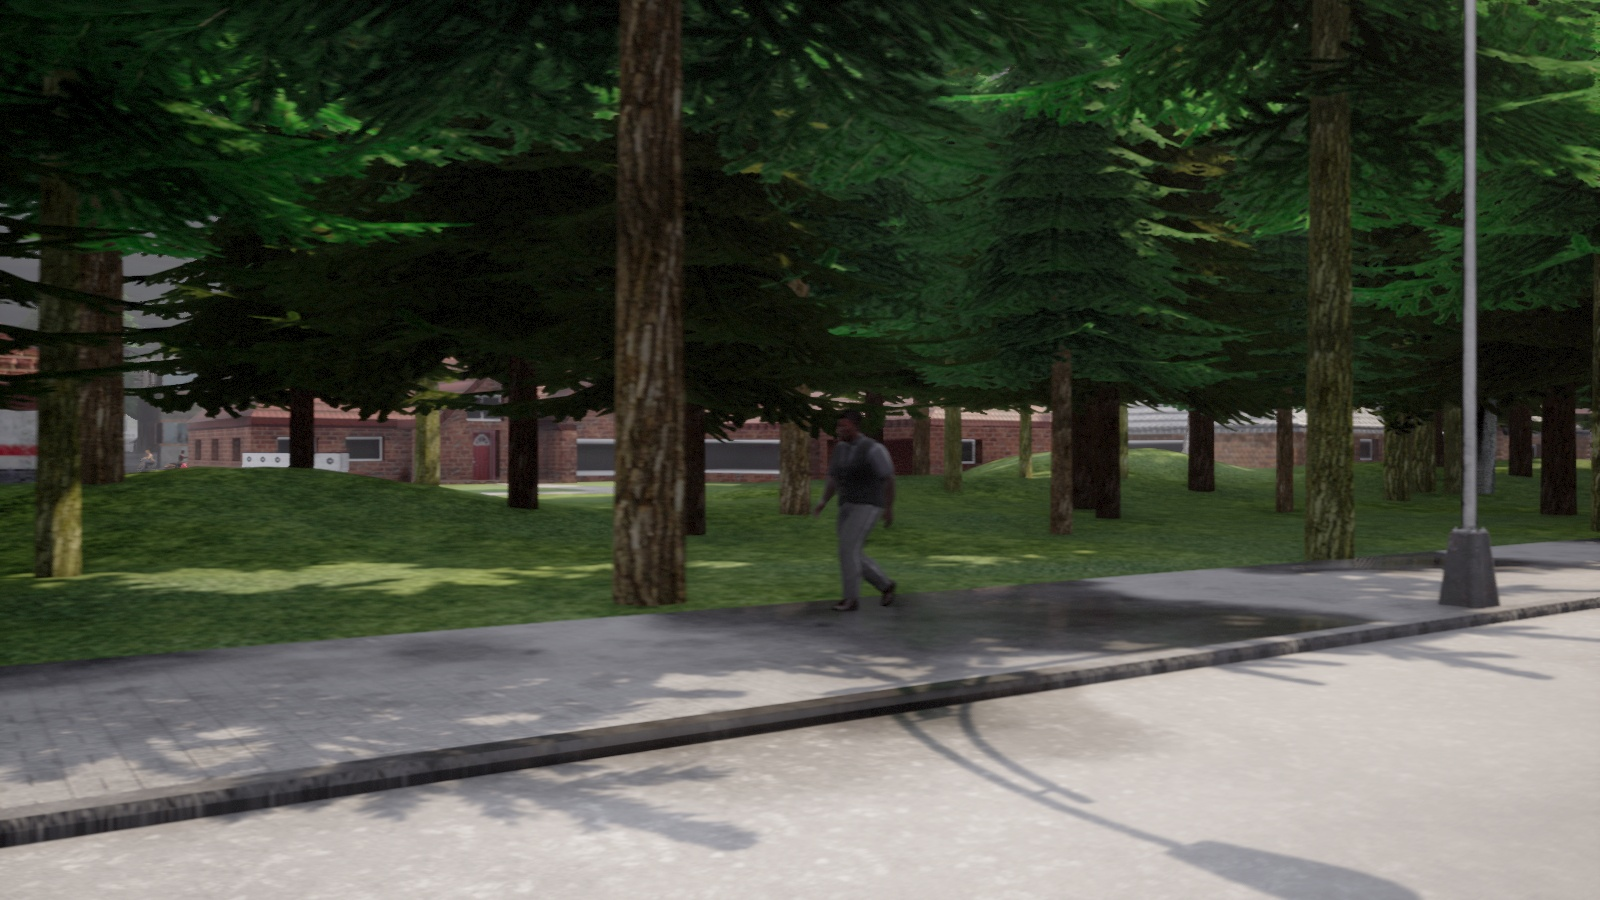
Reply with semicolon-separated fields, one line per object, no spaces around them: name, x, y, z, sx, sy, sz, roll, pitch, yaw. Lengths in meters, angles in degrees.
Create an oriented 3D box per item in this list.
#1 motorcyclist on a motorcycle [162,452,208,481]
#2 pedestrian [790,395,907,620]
motorcyclist on a motorcycle;-36.334;0.959;74.227;2.350;1.649;0.766;0;0;-35
pedestrian;0.426;0.483;10.971;0.849;1.883;0.563;0;0;-36
